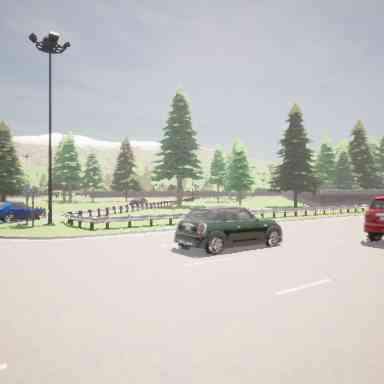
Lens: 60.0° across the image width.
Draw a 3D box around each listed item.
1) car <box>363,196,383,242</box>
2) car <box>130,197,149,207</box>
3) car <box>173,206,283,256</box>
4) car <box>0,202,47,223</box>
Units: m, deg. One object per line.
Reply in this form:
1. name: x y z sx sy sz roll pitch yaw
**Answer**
1. car: 10.056 1.218 15.192 5.566 2.045 2.150 0 0 -35
2. car: -7.740 1.525 49.462 1.812 1.442 4.674 0 0 8
3. car: 1.570 1.351 13.450 4.553 1.767 2.097 0 0 -35
4. car: -13.404 1.477 25.402 1.882 1.535 5.008 0 0 19
